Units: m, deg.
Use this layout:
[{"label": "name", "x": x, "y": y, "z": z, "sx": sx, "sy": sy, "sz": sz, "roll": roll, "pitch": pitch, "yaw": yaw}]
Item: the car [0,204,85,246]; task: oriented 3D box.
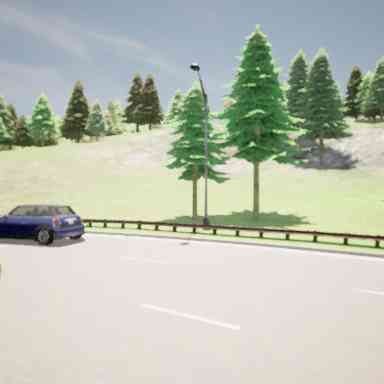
[{"label": "car", "x": -7.215, "y": 1.309, "z": 15.019, "sx": 4.553, "sy": 1.767, "sz": 2.097, "roll": 1, "pitch": 0, "yaw": 19}]

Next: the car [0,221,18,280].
[{"label": "car", "x": -6.464, "y": 1.448, "z": 7.321, "sx": 5.008, "sy": 1.535, "sz": 1.882, "roll": 1, "pitch": 0, "yaw": 25}]
